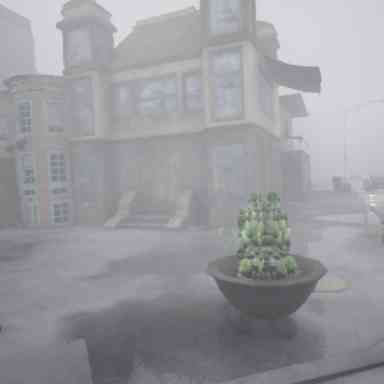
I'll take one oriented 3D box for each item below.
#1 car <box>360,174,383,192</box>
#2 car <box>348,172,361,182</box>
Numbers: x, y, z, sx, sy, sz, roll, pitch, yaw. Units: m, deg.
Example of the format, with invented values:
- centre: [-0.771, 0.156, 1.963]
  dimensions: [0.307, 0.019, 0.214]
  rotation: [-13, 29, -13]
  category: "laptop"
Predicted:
- centre: [16.762, -0.764, 30.121]
  dimensions: [1.895, 1.301, 4.718]
  rotation: [-1, 3, 22]
  category: "car"
- centre: [25.943, -2.434, 52.697]
  dimensions: [1.812, 1.442, 4.674]
  rotation: [-1, 3, 22]
  category: "car"
